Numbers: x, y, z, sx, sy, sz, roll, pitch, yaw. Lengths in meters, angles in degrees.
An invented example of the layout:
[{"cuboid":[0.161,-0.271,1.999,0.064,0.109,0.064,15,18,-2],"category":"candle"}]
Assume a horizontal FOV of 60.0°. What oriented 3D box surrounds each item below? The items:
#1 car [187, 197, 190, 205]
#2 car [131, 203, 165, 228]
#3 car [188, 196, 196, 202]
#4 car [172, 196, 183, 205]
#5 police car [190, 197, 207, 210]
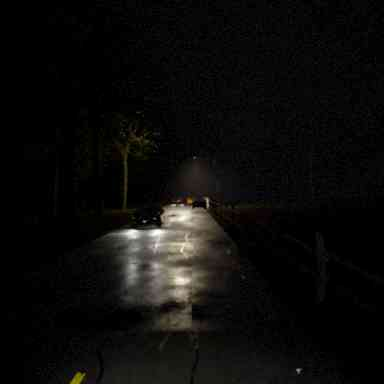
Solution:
[{"cuboid":[0.015,1.659,62.966,1.882,1.535,5.008,0,0,0],"category":"car"},{"cuboid":[-2.844,1.529,22.319,1.837,1.490,4.892,0,0,0],"category":"car"},{"cuboid":[0.019,1.802,80.781,2.033,1.411,5.357,0,-1,0],"category":"car"},{"cuboid":[-2.757,1.544,64.516,2.097,1.767,4.553,0,0,1],"category":"car"},{"cuboid":[0.973,1.516,45.200,1.930,1.638,5.238,0,0,0],"category":"police car"}]
